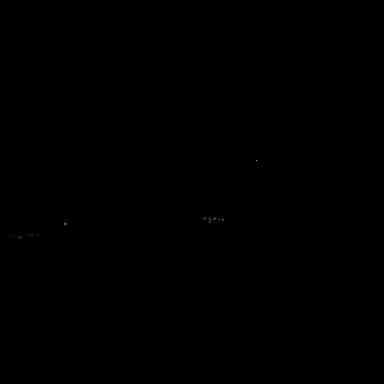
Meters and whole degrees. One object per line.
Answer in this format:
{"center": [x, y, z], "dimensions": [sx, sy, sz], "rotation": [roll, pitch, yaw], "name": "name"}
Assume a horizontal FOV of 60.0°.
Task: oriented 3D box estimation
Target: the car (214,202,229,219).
{"center": [4.255, 1.486, 29.701], "dimensions": [2.097, 1.767, 4.553], "rotation": [1, 0, 35], "name": "car"}

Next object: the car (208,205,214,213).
{"center": [3.495, 1.470, 33.736], "dimensions": [2.097, 1.767, 4.553], "rotation": [1, 0, 35], "name": "car"}

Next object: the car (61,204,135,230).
{"center": [-5.698, 1.544, 20.680], "dimensions": [2.128, 1.511, 4.902], "rotation": [1, 0, 35], "name": "car"}

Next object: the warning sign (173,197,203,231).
{"center": [-0.233, 1.225, 19.228], "dimensions": [1.300, 1.860, 1.060], "rotation": [1, 1, 35], "name": "warning sign"}
